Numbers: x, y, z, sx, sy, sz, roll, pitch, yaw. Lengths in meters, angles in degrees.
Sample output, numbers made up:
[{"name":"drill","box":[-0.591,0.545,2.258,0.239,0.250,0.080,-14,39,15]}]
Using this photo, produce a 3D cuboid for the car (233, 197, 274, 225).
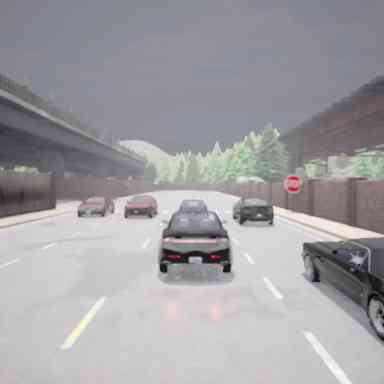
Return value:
[{"name":"car","box":[3.590,1.049,20.135,1.882,1.535,5.008,0,1,0]}]

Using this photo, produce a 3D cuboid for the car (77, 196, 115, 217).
[{"name":"car","box":[-7.013,1.036,24.798,1.812,1.442,4.674,0,1,0]}]

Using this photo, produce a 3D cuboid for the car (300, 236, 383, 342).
[{"name":"car","box":[3.597,1.468,6.123,1.895,1.301,4.718,0,1,0]}]

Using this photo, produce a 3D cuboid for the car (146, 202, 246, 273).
[{"name":"car","box":[0.085,1.276,9.881,2.128,1.511,4.902,0,1,0]}]

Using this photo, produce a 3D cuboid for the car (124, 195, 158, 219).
[{"name":"car","box":[-3.526,0.974,23.708,1.882,1.535,5.008,0,1,0]}]

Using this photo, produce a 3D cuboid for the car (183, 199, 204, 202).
[{"name":"car","box":[0.077,1.124,19.916,2.033,1.411,5.357,0,1,0]}]

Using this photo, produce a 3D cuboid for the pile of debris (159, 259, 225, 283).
[{"name":"pile of debris","box":[-0.004,1.992,8.536,1.500,0.140,1.860,0,1,0]}]
